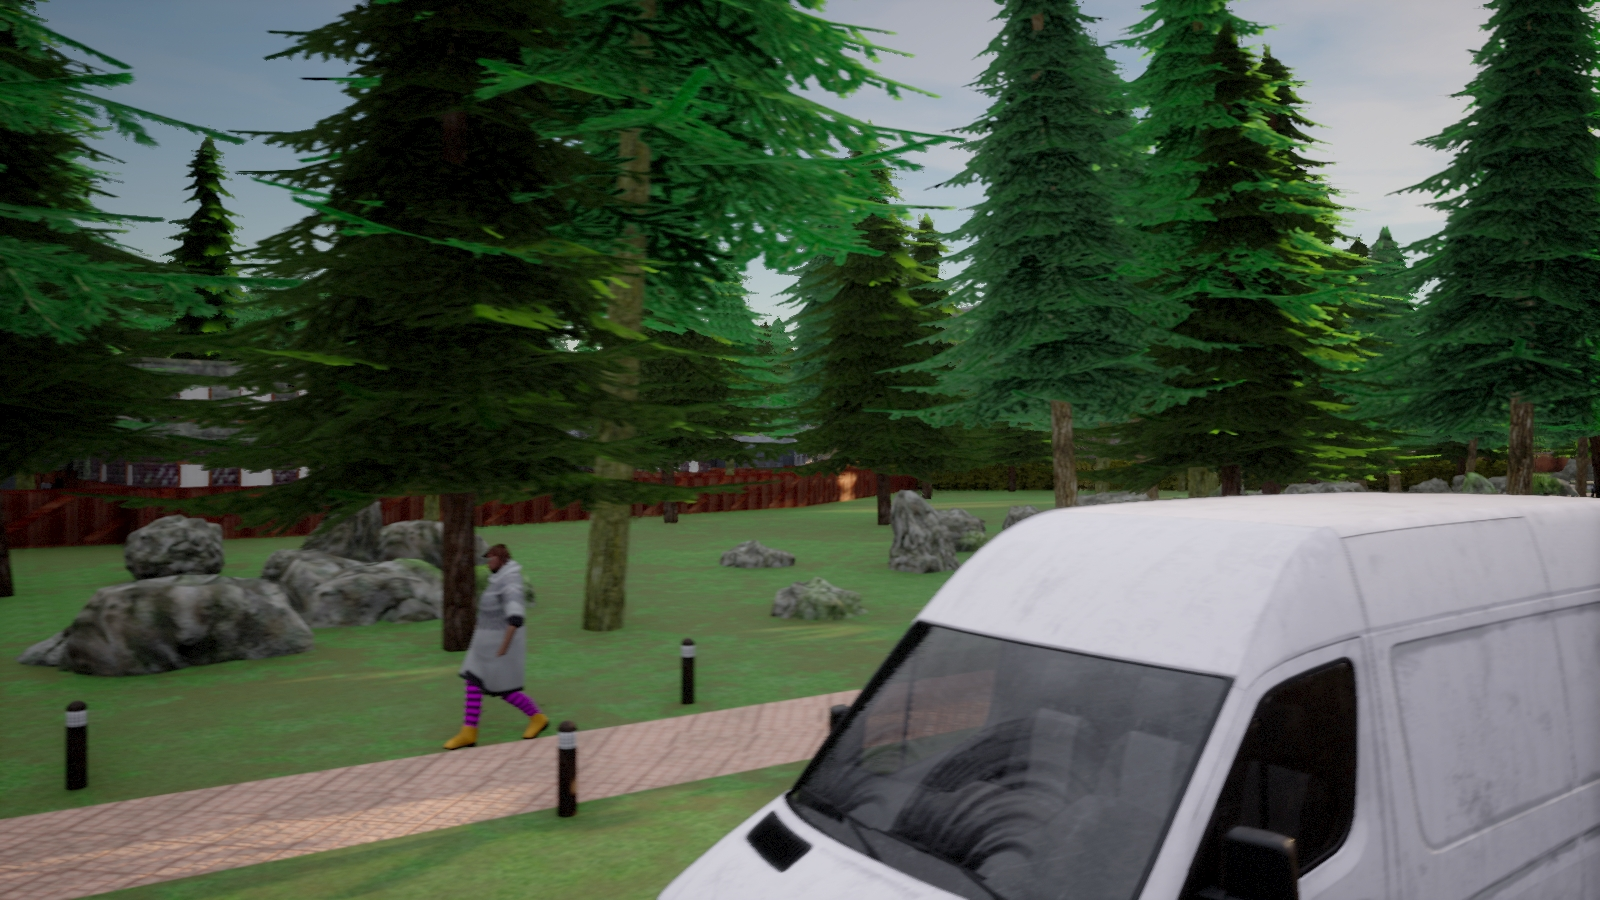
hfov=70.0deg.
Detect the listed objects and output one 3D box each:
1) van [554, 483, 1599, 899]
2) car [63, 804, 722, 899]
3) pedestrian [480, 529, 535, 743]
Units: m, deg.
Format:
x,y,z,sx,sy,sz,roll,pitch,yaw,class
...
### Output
x,y,z,sx,sy,sz,roll,pitch,yaw,class
2.057,1.501,5.236,5.915,2.561,1.988,0,0,-35,van
-2.506,2.072,2.041,5.357,1.411,2.033,0,0,-35,car
-2.657,1.664,10.383,0.375,1.860,0.375,0,0,-35,pedestrian
